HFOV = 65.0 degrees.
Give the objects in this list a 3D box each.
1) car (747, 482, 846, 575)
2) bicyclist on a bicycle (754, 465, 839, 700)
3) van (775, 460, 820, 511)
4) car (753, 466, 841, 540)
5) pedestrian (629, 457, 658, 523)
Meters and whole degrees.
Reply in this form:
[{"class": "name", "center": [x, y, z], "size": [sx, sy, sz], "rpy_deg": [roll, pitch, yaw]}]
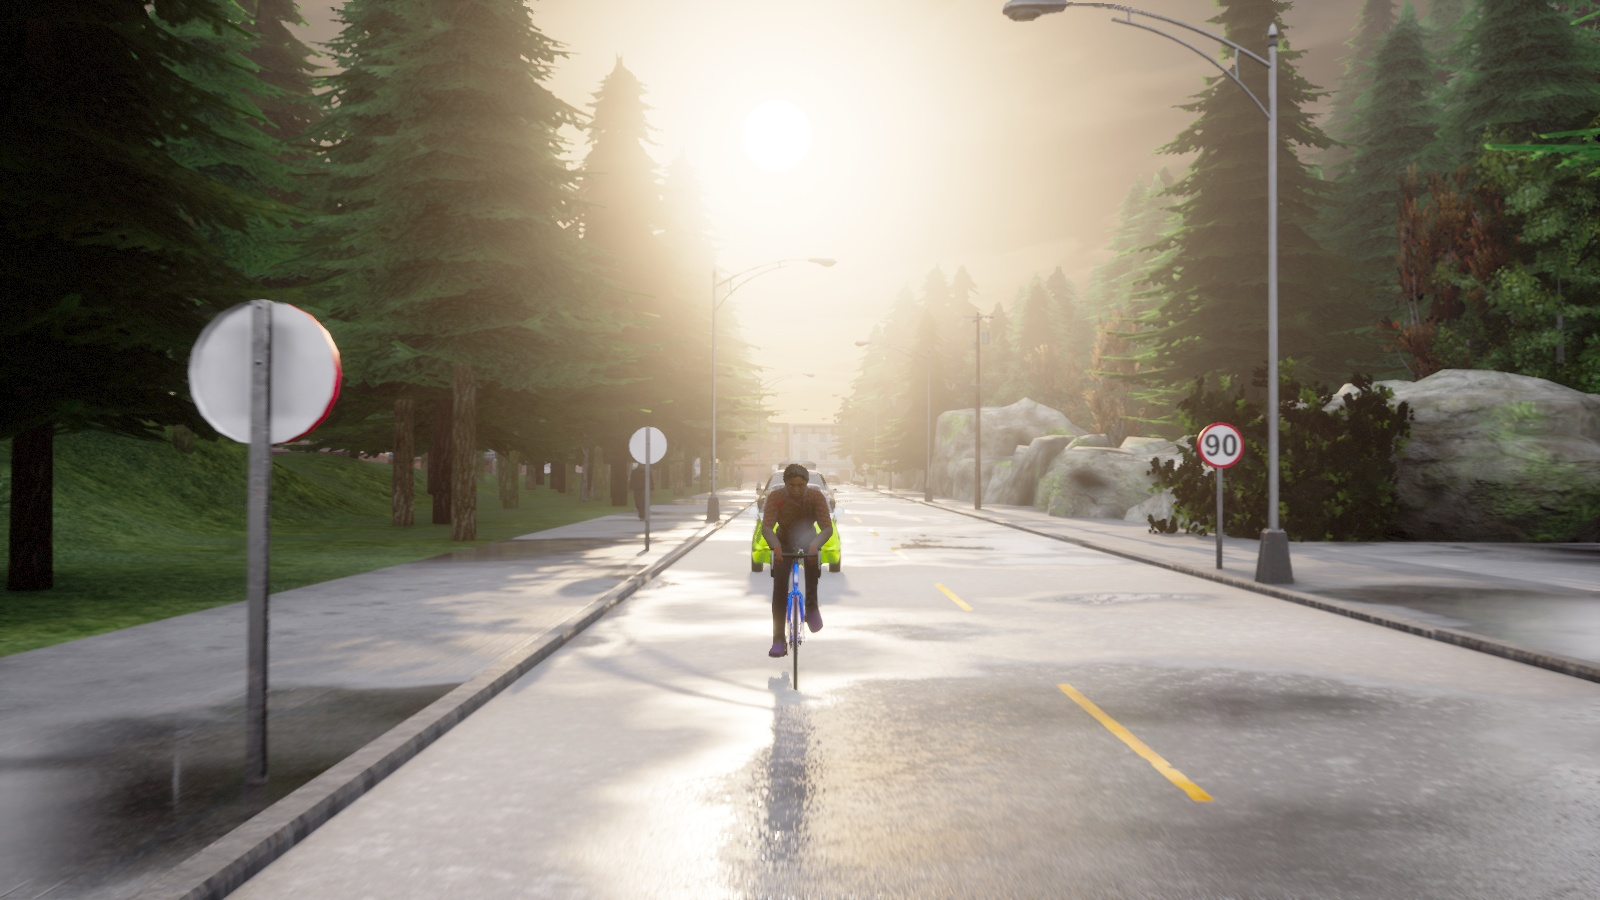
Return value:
[{"class": "car", "center": [-0.050, 1.204, 19.950], "size": [1.481, 1.376, 2.207], "rpy_deg": [0, -1, 0]}, {"class": "bicyclist on a bicycle", "center": [-0.024, 0.926, 9.511], "size": [0.582, 1.620, 1.656], "rpy_deg": [0, -1, 0]}, {"class": "van", "center": [-0.098, 1.423, 51.069], "size": [1.775, 1.987, 4.442], "rpy_deg": [0, -1, 0]}, {"class": "car", "center": [-0.076, 1.270, 31.648], "size": [2.033, 1.649, 4.856], "rpy_deg": [0, 0, 0]}, {"class": "pedestrian", "center": [-4.452, 1.139, 35.688], "size": [0.634, 1.844, 0.899], "rpy_deg": [0, -1, 6]}]
